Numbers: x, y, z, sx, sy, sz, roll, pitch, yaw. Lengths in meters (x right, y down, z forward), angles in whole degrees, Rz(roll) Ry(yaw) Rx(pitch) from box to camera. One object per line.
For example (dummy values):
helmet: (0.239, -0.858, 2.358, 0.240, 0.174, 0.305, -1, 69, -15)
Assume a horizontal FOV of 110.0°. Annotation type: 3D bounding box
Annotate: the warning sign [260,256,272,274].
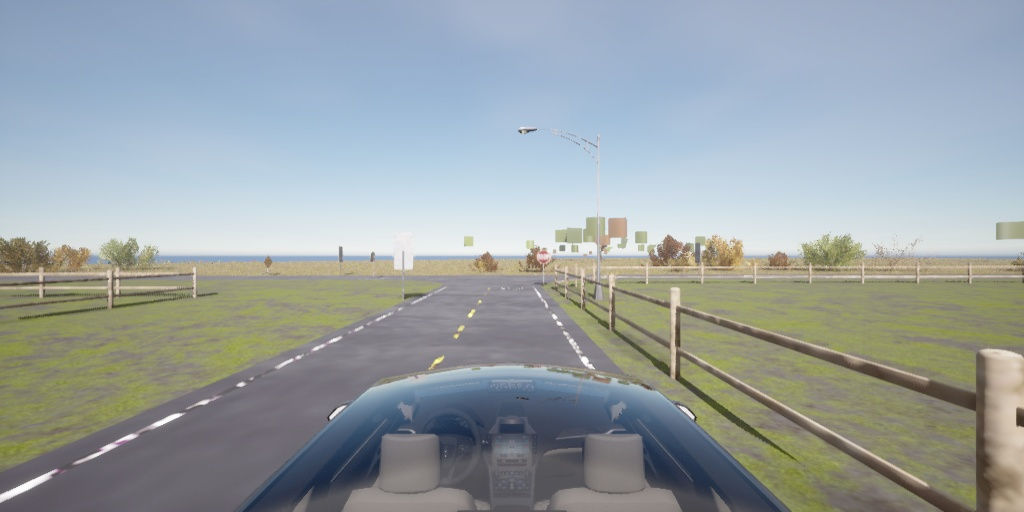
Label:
warning sign: (-25.386, 0.902, 37.277, 1.060, 1.860, 1.300, 0, 0, 0)
